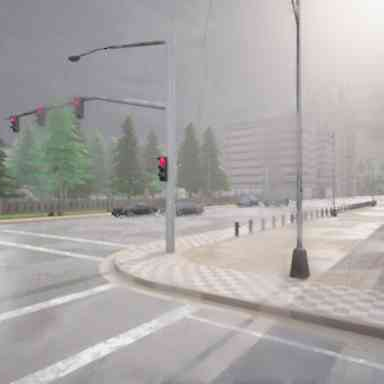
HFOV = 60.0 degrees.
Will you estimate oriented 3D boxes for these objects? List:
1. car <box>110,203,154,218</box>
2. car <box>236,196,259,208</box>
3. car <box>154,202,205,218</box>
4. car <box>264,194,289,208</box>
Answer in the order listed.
[{"bbox_3d":[-5.451,1.729,31.747,1.895,1.301,4.718,0,0,36],"label":"car"},{"bbox_3d":[8.535,1.480,51.231,2.097,1.767,4.553,0,0,36],"label":"car"},{"bbox_3d":[-0.848,1.656,32.173,2.033,1.411,5.357,0,0,36],"label":"car"},{"bbox_3d":[13.181,1.335,51.666,2.150,2.045,5.566,0,0,36],"label":"car"}]
